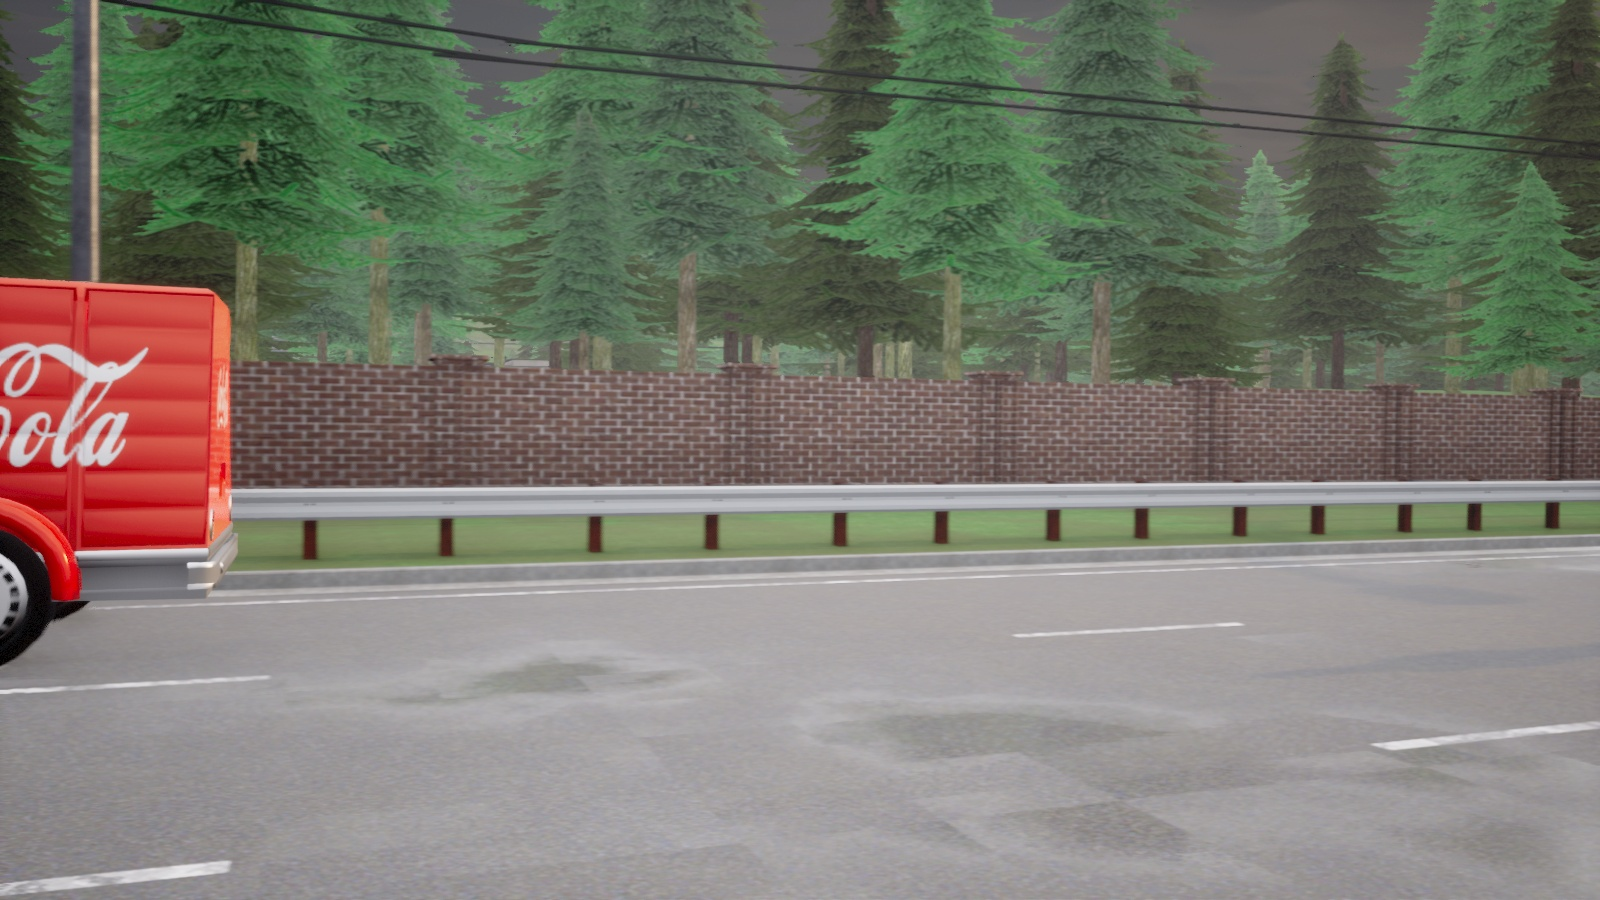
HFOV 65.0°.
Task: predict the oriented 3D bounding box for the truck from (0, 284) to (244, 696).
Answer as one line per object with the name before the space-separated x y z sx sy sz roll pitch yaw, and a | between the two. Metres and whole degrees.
truck | -6.578 0.249 8.223 5.204 2.467 2.627 -1 1 -21
